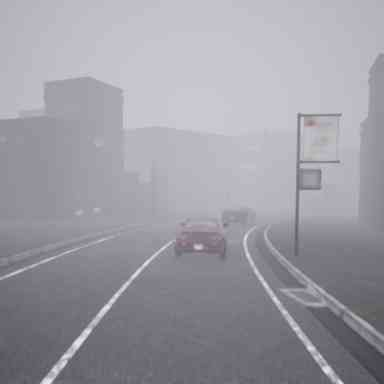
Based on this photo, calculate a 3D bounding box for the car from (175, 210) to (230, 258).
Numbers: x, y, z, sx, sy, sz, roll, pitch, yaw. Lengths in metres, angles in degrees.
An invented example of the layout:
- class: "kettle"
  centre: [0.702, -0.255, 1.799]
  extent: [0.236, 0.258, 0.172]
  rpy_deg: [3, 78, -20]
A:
- class: "car"
  centre: [0.480, 1.683, 13.397]
  extent: [1.812, 1.442, 4.674]
  rpy_deg: [0, -1, 7]

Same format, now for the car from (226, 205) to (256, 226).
- class: "car"
  centre: [3.975, 1.861, 27.582]
  extent: [1.882, 1.535, 5.008]
  rpy_deg: [2, 0, 23]
